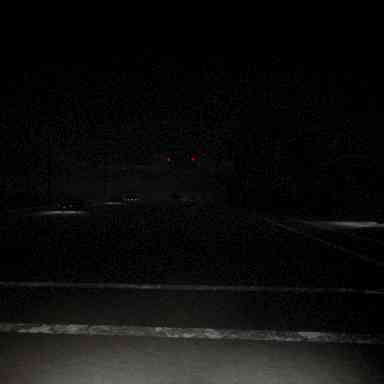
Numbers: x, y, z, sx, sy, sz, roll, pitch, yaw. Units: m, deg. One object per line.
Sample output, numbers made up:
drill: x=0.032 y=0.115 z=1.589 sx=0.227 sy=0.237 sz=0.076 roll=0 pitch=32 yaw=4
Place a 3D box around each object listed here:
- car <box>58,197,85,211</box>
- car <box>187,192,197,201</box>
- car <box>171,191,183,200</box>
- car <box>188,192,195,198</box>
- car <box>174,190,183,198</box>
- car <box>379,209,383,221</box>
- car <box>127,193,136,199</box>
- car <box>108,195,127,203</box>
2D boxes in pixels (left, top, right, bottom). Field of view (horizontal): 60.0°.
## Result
car: x=-14.104 y=1.433 z=39.236 sx=1.837 sy=1.490 sz=4.892 roll=0 pitch=0 yaw=0
car: x=0.090 y=1.057 z=68.569 sx=1.812 sy=1.442 sz=4.674 roll=0 pitch=1 yaw=0
car: x=-3.500 y=0.944 z=71.898 sx=1.882 sy=1.535 sz=5.008 roll=0 pitch=1 yaw=0
car: x=-0.012 y=0.664 z=87.772 sx=1.812 sy=1.442 sz=4.674 roll=0 pitch=1 yaw=0
car: x=-3.512 y=0.505 z=87.288 sx=2.097 sy=1.767 sz=4.553 roll=0 pitch=1 yaw=0
car: x=15.829 y=1.351 z=23.523 sx=4.553 sy=1.767 sz=2.097 roll=0 pitch=0 yaw=-2
car: x=-14.011 y=0.889 z=76.751 sx=1.812 sy=1.442 sz=4.674 roll=0 pitch=1 yaw=0
car: x=-14.064 y=1.206 z=61.556 sx=2.033 sy=1.411 sz=5.357 roll=0 pitch=1 yaw=0
